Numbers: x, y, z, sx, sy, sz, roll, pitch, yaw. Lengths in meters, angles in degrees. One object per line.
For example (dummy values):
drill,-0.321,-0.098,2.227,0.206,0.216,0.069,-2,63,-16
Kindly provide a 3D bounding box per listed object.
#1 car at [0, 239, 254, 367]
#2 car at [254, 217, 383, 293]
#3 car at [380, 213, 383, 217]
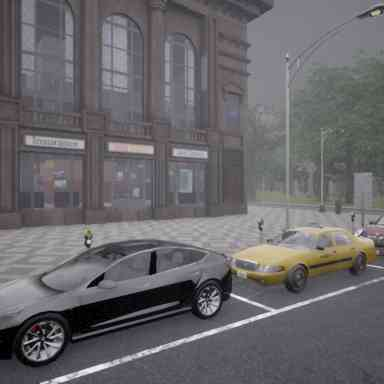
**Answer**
car,-1.208,1.566,5.792,4.313,1.339,1.947,0,0,-36
car,3.076,1.525,8.859,4.829,1.417,1.752,0,0,-36
car,7.635,1.441,12.123,4.097,1.590,1.967,0,0,-36
